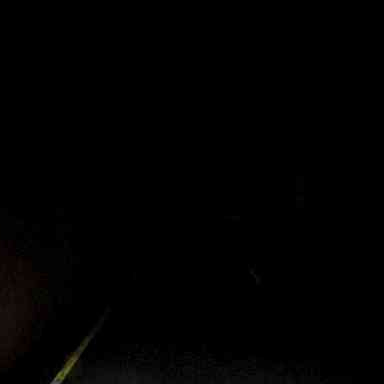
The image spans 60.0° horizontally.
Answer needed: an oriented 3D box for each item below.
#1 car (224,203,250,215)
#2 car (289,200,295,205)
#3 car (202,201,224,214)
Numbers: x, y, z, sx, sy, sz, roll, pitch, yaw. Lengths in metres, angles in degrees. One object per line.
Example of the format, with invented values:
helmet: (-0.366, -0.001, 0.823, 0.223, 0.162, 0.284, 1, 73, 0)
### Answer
car: (5.744, 2.033, 40.310, 1.895, 1.301, 4.718, 0, -1, 22)
car: (23.612, 2.196, 73.027, 4.892, 1.490, 1.837, 0, -1, -21)
car: (2.844, 1.931, 42.326, 1.882, 1.535, 5.008, 0, 0, 24)
